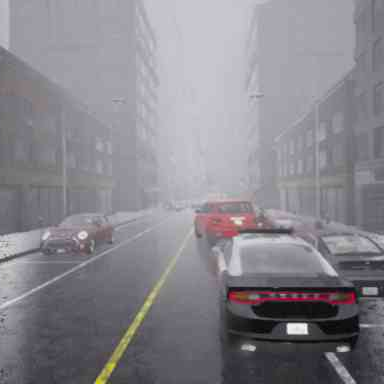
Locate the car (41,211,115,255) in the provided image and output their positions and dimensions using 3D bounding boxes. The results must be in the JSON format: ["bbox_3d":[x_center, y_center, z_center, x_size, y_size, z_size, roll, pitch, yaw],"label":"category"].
[{"bbox_3d":[-4.748,1.683,14.332,1.967,1.590,4.097,-2,-1,4],"label":"car"}]

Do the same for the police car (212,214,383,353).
[{"bbox_3d":[1.443,1.488,6.627,1.930,1.638,5.238,-1,-1,4],"label":"police car"}]

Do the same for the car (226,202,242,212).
[{"bbox_3d":[5.881,2.076,46.746,1.947,1.339,4.313,-2,-1,4],"label":"car"}]

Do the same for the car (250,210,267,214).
[{"bbox_3d":[3.761,1.664,13.786,1.887,1.381,4.507,-2,-1,4],"label":"car"}]

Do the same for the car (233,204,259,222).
[{"bbox_3d":[4.821,1.857,30.266,1.887,1.381,4.507,-2,-1,4],"label":"car"}]

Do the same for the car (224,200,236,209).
[{"bbox_3d":[6.586,2.189,57.733,1.887,1.381,4.507,-2,-1,4],"label":"car"}]

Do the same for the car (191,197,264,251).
[{"bbox_3d":[1.498,1.393,16.327,2.150,2.045,5.566,-2,-1,-9],"label":"car"}]

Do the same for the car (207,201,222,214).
[{"bbox_3d":[3.014,2.029,44.747,1.837,1.490,4.892,-1,-1,4],"label":"car"}]

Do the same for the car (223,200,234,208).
[{"bbox_3d":[6.940,2.256,63.227,1.887,1.381,4.507,-2,-1,4],"label":"car"}]

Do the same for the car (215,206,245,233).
[{"bbox_3d":[2.465,1.772,22.483,1.812,1.442,4.674,-1,-1,4],"label":"car"}]

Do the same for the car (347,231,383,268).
[{"bbox_3d":[3.408,1.607,8.292,2.008,1.369,4.403,-2,-1,4],"label":"car"}]

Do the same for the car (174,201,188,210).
[{"bbox_3d":[-1.920,2.318,58.278,2.008,1.369,4.403,-2,-1,4],"label":"car"}]

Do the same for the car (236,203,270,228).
[{"bbox_3d":[4.464,1.688,24.774,1.967,1.590,4.097,-2,-1,4],"label":"car"}]

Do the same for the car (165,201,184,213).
[{"bbox_3d":[-2.629,2.074,47.293,1.967,1.590,4.097,-2,-1,4],"label":"car"}]

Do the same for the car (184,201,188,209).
[{"bbox_3d":[-2.273,2.266,52.785,1.947,1.339,4.313,-2,-1,4],"label":"car"}]

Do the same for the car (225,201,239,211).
[{"bbox_3d":[6.233,2.122,52.239,1.887,1.381,4.507,-2,-1,4],"label":"car"}]

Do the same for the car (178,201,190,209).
[{"bbox_3d":[-1.567,2.379,63.772,1.887,1.381,4.507,-2,-1,4],"label":"car"}]
